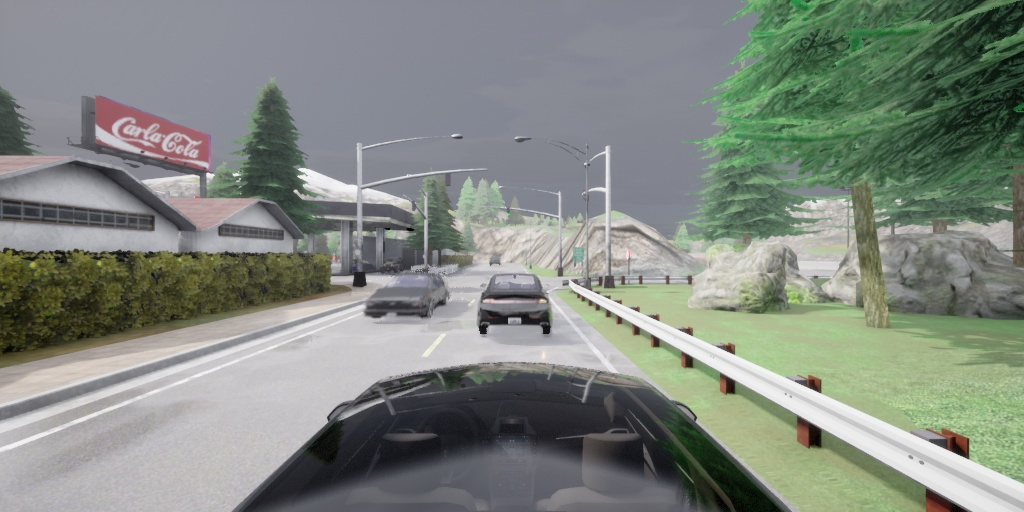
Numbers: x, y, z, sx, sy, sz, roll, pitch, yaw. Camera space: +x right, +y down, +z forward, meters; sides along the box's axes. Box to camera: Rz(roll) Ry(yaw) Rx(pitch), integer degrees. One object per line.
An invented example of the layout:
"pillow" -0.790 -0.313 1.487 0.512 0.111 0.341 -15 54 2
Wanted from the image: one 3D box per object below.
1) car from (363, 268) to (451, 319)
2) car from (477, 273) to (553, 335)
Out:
"car" -3.481 1.319 13.022 2.033 1.411 5.357 0 0 0
"car" 0.083 1.242 10.488 2.128 1.511 4.902 0 0 1
